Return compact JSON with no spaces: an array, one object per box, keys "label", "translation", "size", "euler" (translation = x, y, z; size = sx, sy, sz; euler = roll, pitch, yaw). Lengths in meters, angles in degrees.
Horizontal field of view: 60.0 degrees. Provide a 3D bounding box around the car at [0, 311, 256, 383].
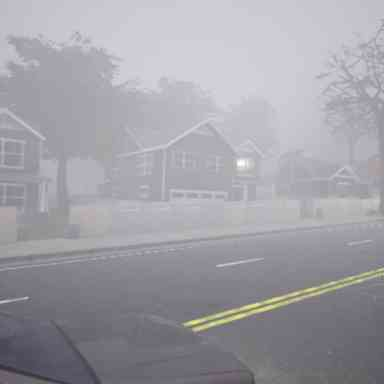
[{"label":"car","translation":[-1.983,1.547,2.025],"size":[5.357,1.411,2.033],"euler":[0,0,-36]}]
